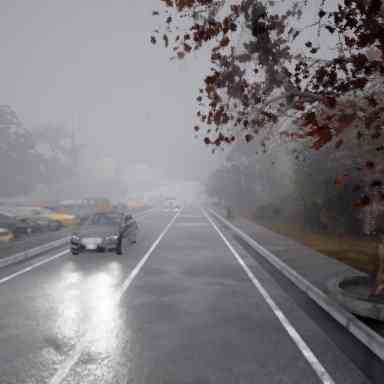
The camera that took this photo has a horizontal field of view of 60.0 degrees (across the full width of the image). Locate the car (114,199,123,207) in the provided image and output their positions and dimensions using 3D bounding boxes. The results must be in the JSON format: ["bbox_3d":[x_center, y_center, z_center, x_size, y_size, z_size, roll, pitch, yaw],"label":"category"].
[{"bbox_3d":[-10.290,1.793,35.530,4.792,1.488,2.163,0,-1,0],"label":"car"}]

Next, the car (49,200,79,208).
[{"bbox_3d":[-23.305,2.182,60.531,4.674,1.452,2.002,0,-1,0],"label":"car"}]

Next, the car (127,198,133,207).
[{"bbox_3d":[-10.247,1.822,41.083,4.892,1.521,2.231,0,-1,0],"label":"car"}]

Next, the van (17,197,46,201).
[{"bbox_3d":[-23.443,1.674,46.565,4.442,1.987,1.878,0,-1,0],"label":"van"}]

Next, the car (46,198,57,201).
[{"bbox_3d":[-23.294,1.978,49.454,4.792,1.488,2.163,0,-1,0],"label":"car"}]

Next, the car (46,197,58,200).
[{"bbox_3d":[-23.347,1.745,52.228,5.566,2.045,2.435,0,-1,0],"label":"car"}]

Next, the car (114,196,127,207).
[{"bbox_3d":[-10.288,1.665,38.305,4.553,1.767,2.185,0,-1,0],"label":"car"}]

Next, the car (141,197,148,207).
[{"bbox_3d":[-10.053,1.992,52.175,5.366,1.575,1.946,0,-1,0],"label":"car"}]

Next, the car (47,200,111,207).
[{"bbox_3d":[-10.239,1.745,29.977,4.792,1.488,2.163,0,0,0],"label":"car"}]

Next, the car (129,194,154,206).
[{"bbox_3d":[-10.256,1.889,60.507,5.566,2.045,2.435,0,-1,0],"label":"car"}]

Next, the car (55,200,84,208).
[{"bbox_3d":[-23.275,2.220,63.301,4.792,1.488,2.163,0,-1,0],"label":"car"}]

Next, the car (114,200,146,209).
[{"bbox_3d":[-10.241,2.045,54.950,4.892,1.521,2.231,0,-1,0],"label":"car"}]

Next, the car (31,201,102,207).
[{"bbox_3d":[-10.242,1.720,27.201,4.792,1.488,2.163,0,-1,0],"label":"car"}]

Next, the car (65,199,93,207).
[{"bbox_3d":[-23.292,2.285,68.718,5.008,1.535,2.097,0,-1,0],"label":"car"}]

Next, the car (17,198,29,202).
[{"bbox_3d":[-23.362,1.852,41.151,4.792,1.488,2.163,0,-1,0],"label":"car"}]

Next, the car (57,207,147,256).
[{"bbox_3d":[-3.355,1.561,13.504,2.128,1.511,4.902,0,0,0],"label":"car"}]

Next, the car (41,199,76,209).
[{"bbox_3d":[-23.126,2.090,57.762,5.366,1.575,1.946,0,-1,0],"label":"car"}]

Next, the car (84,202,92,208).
[{"bbox_3d":[-10.246,1.696,24.425,4.792,1.488,2.163,0,0,0],"label":"car"}]

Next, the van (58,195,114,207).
[{"bbox_3d":[-10.381,1.514,32.756,4.442,1.987,1.878,0,-1,0],"label":"van"}]

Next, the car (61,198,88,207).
[{"bbox_3d":[-23.332,2.111,65.949,4.553,1.767,2.185,0,-1,0],"label":"car"}]

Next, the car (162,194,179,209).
[{"bbox_3d":[-3.405,1.727,56.078,2.150,2.045,5.566,0,0,0],"label":"car"}]

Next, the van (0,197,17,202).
[{"bbox_3d":[-23.228,1.567,38.401,4.442,1.987,1.878,0,-1,0],"label":"van"}]

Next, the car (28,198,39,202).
[{"bbox_3d":[-23.358,1.887,43.790,4.792,1.488,2.163,0,-1,0],"label":"car"}]

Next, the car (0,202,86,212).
[{"bbox_3d":[-10.093,1.639,21.649,5.366,1.575,1.946,0,0,0],"label":"car"}]

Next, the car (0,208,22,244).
[{"bbox_3d":[-10.104,1.566,13.321,5.366,1.575,1.946,0,-1,0],"label":"car"}]

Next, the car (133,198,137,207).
[{"bbox_3d":[-10.435,1.855,43.850,5.366,1.575,1.946,0,-1,0],"label":"car"}]

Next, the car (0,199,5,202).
[{"bbox_3d":[-23.345,1.765,35.613,5.008,1.535,2.097,0,-1,0],"label":"car"}]

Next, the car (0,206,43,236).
[{"bbox_3d":[-10.280,1.594,16.097,4.892,1.521,2.231,0,-1,0],"label":"car"}]

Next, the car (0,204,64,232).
[{"bbox_3d":[-10.289,1.619,18.874,4.892,1.521,2.231,0,-1,0],"label":"car"}]

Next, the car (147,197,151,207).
[{"bbox_3d":[-10.417,2.089,57.727,5.366,1.575,1.946,0,-1,0],"label":"car"}]

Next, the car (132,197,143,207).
[{"bbox_3d":[-10.061,1.895,46.502,5.366,1.575,1.946,0,-1,0],"label":"car"}]
